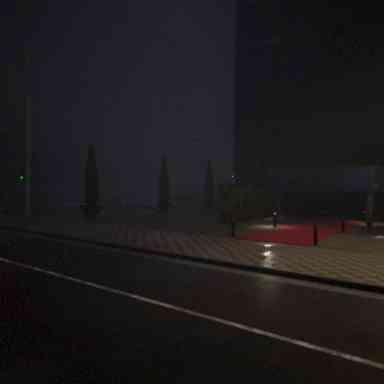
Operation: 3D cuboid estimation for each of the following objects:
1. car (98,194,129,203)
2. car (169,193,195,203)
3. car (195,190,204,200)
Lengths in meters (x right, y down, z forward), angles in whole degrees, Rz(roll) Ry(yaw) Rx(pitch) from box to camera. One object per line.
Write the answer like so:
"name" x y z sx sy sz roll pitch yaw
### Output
"car" -11.264 0.921 47.097 1.895 1.301 4.718 1 1 36
"car" -2.123 0.988 53.740 1.895 1.301 4.718 1 1 36
"car" 1.248 0.820 64.238 2.128 1.511 4.902 1 1 36
